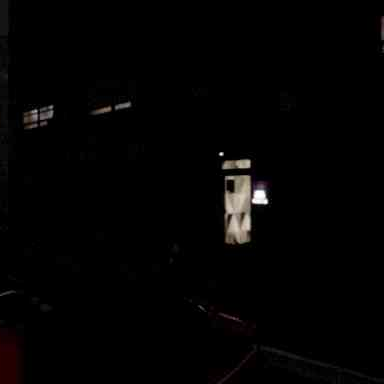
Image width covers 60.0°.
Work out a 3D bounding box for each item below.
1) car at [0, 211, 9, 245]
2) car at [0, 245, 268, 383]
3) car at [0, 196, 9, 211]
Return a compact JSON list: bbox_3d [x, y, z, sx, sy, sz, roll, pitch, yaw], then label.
[{"bbox_3d":[-5.901,1.401,7.072,5.009,1.841,2.192,-1,0,35],"label":"car"},{"bbox_3d":[-1.397,1.577,3.863,4.507,1.381,1.887,-1,0,35],"label":"car"},{"bbox_3d":[-18.716,1.368,32.269,2.192,1.841,5.009,1,1,35],"label":"car"}]
